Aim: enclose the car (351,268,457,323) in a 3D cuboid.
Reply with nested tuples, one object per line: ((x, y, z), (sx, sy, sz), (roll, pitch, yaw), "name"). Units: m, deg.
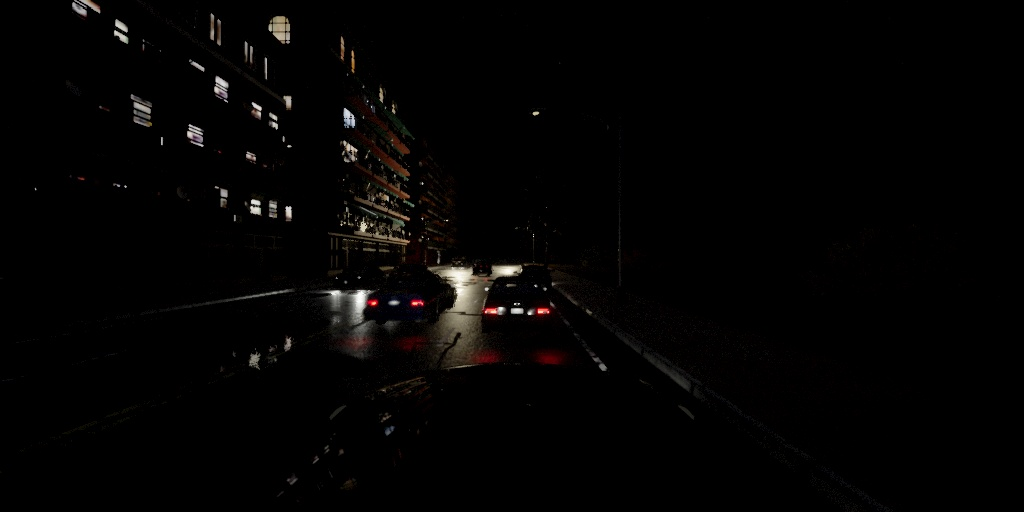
((-3.131, 1.299, 12.049), (2.033, 1.411, 5.357), (0, 0, 0), "car")

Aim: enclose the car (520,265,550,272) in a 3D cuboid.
((1.171, 1.258, 20.355), (1.837, 1.490, 4.892), (0, 0, 0), "car")

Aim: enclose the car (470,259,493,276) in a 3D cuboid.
((-3.082, 1.246, 38.003), (2.128, 1.511, 4.902), (0, 0, 0), "car")

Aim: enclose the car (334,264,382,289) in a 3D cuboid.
((-9.797, 1.279, 23.459), (1.812, 1.442, 4.674), (0, 0, 0), "car")

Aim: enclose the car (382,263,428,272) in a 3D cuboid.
((-6.561, 1.258, 23.431), (1.837, 1.490, 4.892), (0, 0, 0), "car")

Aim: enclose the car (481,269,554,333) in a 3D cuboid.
((0.118, 1.299, 10.667), (2.033, 1.411, 5.357), (0, 0, 0), "car")
